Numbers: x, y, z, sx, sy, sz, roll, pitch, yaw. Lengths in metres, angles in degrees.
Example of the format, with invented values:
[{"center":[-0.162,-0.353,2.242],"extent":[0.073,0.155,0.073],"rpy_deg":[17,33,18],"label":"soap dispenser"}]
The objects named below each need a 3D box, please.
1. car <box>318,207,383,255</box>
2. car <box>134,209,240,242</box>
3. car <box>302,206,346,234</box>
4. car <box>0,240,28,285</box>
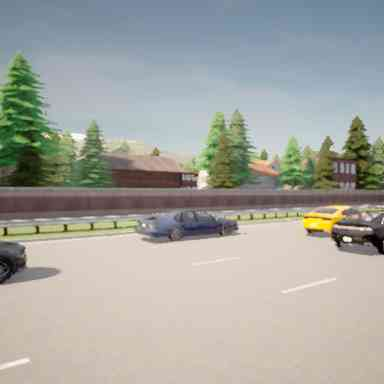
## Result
[{"center":[7.615,1.510,13.476],"extent":[4.902,1.511,2.128],"rpy_deg":[0,0,-35],"label":"car"},{"center":[-0.135,1.559,16.546],"extent":[5.357,1.411,2.033],"rpy_deg":[0,0,-35],"label":"car"},{"center":[8.123,1.500,18.135],"extent":[5.008,1.535,1.882],"rpy_deg":[0,0,-35],"label":"car"},{"center":[-6.434,1.524,7.755],"extent":[4.674,1.442,1.812],"rpy_deg":[0,0,-36],"label":"car"}]
